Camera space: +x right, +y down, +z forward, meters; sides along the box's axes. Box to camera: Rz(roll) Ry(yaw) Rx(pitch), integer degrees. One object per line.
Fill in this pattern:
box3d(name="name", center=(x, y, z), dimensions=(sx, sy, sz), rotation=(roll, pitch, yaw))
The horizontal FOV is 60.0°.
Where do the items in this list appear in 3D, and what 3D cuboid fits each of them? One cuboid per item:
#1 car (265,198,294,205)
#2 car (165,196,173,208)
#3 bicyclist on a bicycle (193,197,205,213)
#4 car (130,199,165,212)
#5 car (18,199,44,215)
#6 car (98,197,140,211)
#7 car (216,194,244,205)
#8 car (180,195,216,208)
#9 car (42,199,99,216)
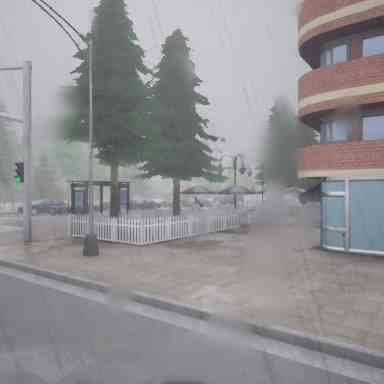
box3d(name="car", center=(13.351, 1.545, 50.751), dimensions=(4.718, 1.301, 1.895), rotation=(0, 0, -26))
box3d(name="car", center=(-2.251, 1.296, 48.340), dimensions=(4.553, 1.767, 2.097), rotation=(0, 0, -43))
box3d(name="bicyclist on a bicycle", center=(0.424, 1.245, 27.312), dimensions=(1.656, 1.620, 0.582), rotation=(0, 0, 36))
box3d(name="car", center=(-5.796, 1.545, 38.933), dimensions=(1.895, 1.301, 4.718), rotation=(0, 0, 37))
box3d(name="car", center=(-14.562, 1.422, 32.967), dimensions=(1.882, 1.535, 5.008), rotation=(0, 0, 36))
box3d(name="car", center=(-8.844, 1.422, 40.638), dimensions=(1.882, 1.535, 5.008), rotation=(0, 0, 38))
box3d(name="car", center=(6.043, 1.166, 54.938), dimensions=(5.566, 2.045, 2.150), rotation=(0, 0, -31))
box3d(name="car", center=(0.816, 1.508, 46.492), dimensions=(4.181, 1.385, 1.994), rotation=(0, 0, -43))
box3d(name="car", center=(-11.265, 1.545, 31.573), dimensions=(1.895, 1.301, 4.718), rotation=(0, 0, 36))
